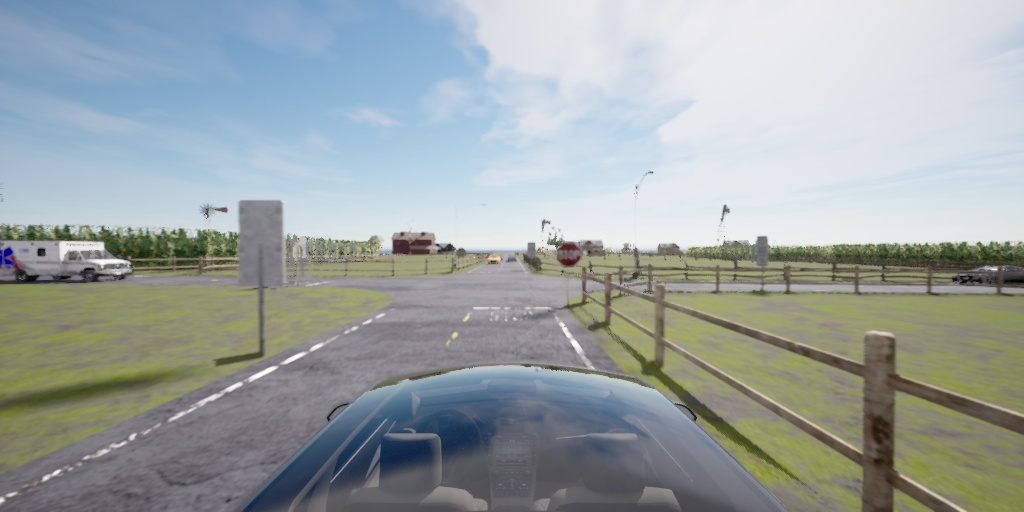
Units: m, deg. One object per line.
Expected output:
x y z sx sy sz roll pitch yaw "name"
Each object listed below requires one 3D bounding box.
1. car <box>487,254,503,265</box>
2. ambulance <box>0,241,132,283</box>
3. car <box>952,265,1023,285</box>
-2.792 0.521 56.419 1.882 1.535 5.008 0 1 1 "car"
-27.240 0.324 21.948 6.366 2.431 2.351 0 1 1 "ambulance"
32.704 1.315 24.233 4.181 1.385 1.994 1 1 1 "car"
